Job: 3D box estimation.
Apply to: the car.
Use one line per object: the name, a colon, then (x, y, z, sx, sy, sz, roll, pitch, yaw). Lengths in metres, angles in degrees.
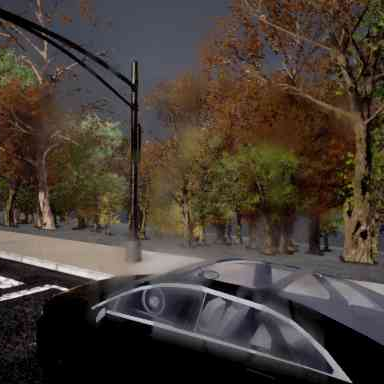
car: (0.238, 1.491, 3.503, 4.902, 1.511, 2.128, 0, 0, 37)
